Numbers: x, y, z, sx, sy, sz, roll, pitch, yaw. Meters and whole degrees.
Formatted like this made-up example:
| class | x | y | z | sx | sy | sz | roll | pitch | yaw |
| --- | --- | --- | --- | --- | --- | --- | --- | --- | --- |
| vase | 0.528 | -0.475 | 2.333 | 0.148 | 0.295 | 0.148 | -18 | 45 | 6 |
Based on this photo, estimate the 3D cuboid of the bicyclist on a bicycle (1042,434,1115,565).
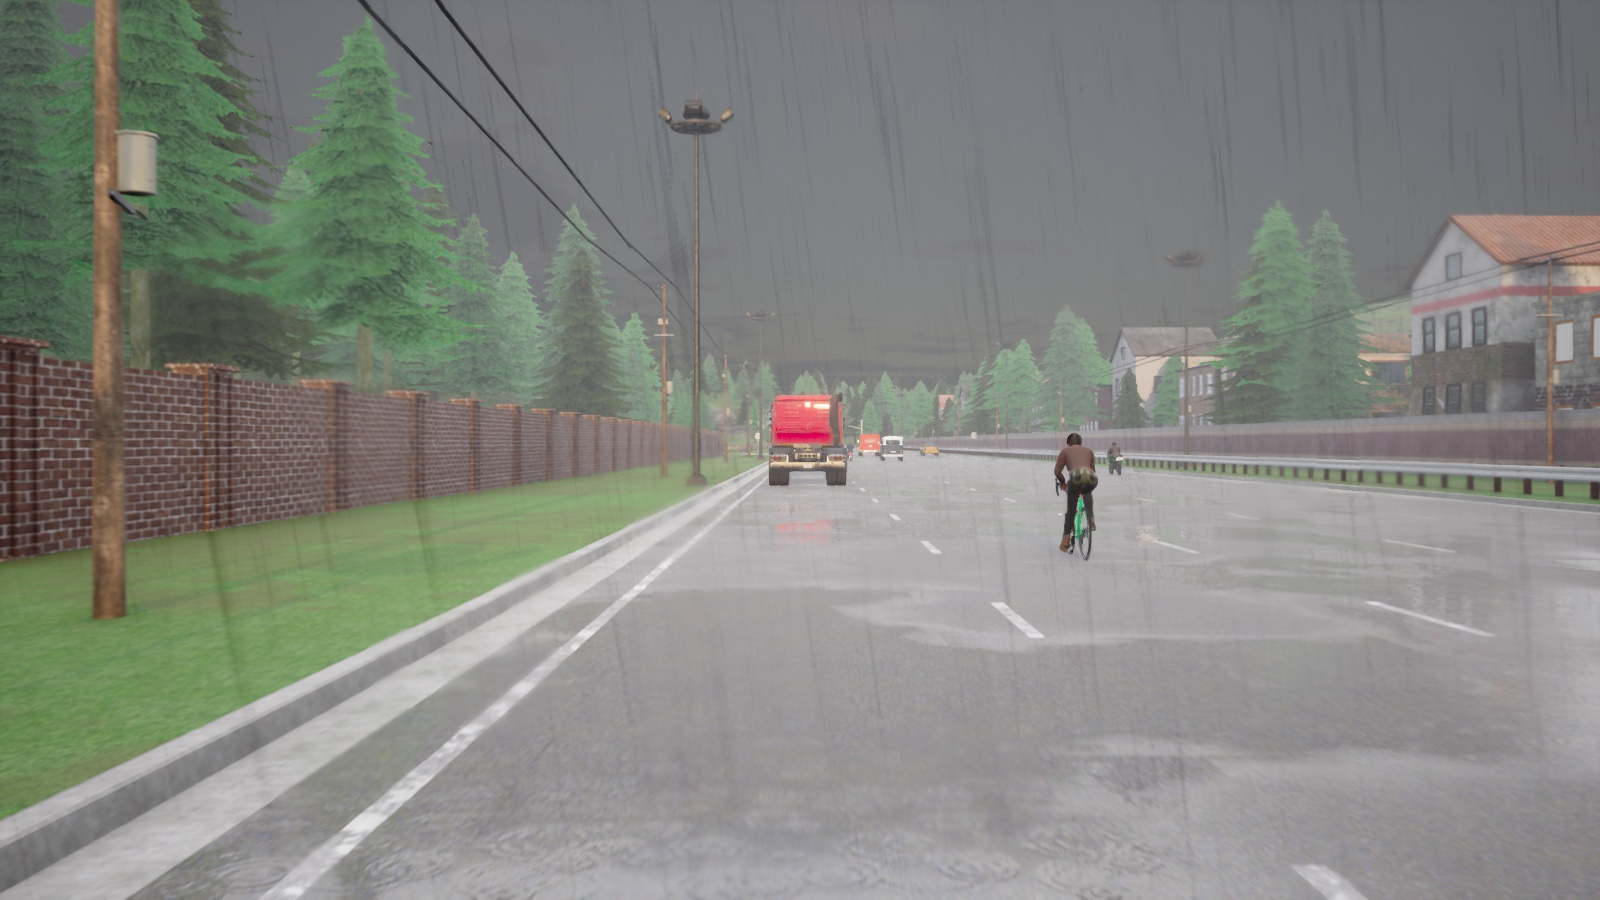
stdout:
| class | x | y | z | sx | sy | sz | roll | pitch | yaw |
| --- | --- | --- | --- | --- | --- | --- | --- | --- | --- |
| bicyclist on a bicycle | 3.609 | 0.610 | 16.371 | 0.582 | 1.620 | 1.656 | 0 | 0 | 0 |

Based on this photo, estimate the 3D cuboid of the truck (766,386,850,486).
| class | x | y | z | sx | sy | sz | roll | pitch | yaw |
| --- | --- | --- | --- | --- | --- | --- | --- | --- | --- |
| truck | 0.285 | -0.501 | 47.206 | 2.891 | 3.462 | 7.936 | 0 | 0 | 0 |

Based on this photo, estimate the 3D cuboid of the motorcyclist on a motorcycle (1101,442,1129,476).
| class | x | y | z | sx | sy | sz | roll | pitch | yaw |
| --- | --- | --- | --- | --- | --- | --- | --- | --- | --- |
| motorcyclist on a motorcycle | 14.342 | 0.418 | 57.209 | 0.797 | 1.523 | 2.044 | 0 | 0 | 0 |
